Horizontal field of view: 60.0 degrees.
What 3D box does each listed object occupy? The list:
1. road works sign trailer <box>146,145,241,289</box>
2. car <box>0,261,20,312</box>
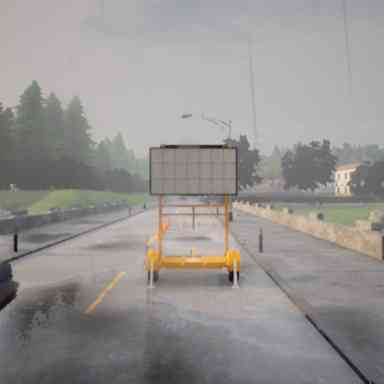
[{"bbox_3d":[0.045,0.498,9.262,2.380,3.560,2.880,0,0,0],"label":"road works sign trailer"},{"bbox_3d":[-4.080,1.562,3.732,2.033,1.411,5.357,0,0,0],"label":"car"}]
